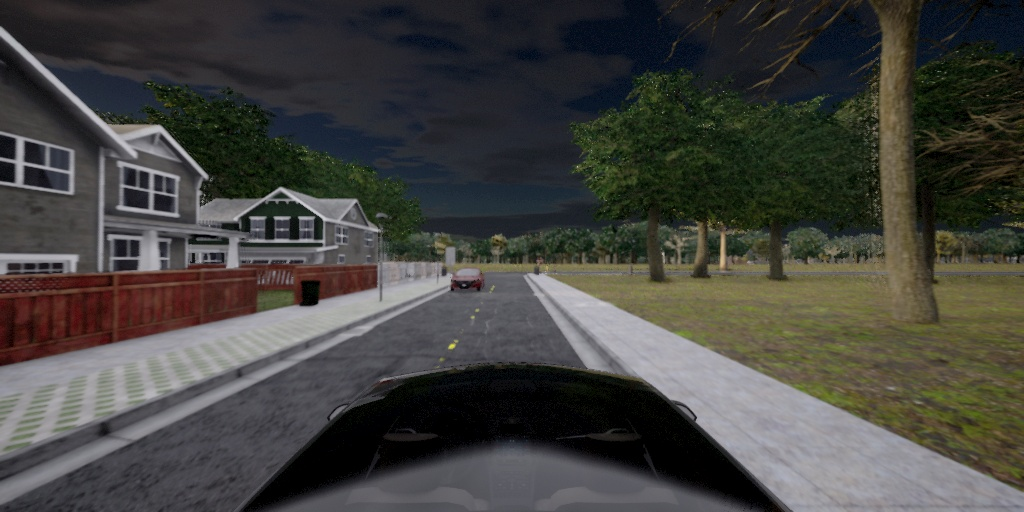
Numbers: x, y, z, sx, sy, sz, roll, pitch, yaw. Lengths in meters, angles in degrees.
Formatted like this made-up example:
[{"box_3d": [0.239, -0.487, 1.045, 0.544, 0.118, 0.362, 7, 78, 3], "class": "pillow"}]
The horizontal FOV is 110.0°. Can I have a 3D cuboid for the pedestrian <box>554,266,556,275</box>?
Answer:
[{"box_3d": [5.528, 1.458, 45.877, 0.375, 1.860, 0.375, 0, -1, 0], "class": "pedestrian"}]

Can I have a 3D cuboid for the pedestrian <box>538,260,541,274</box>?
[{"box_3d": [3.528, 1.424, 46.479, 0.375, 1.860, 0.375, 0, -1, 0], "class": "pedestrian"}]

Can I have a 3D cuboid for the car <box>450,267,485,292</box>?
[{"box_3d": [-2.840, 1.490, 23.830, 1.882, 1.535, 5.008, 0, -1, 0], "class": "car"}]

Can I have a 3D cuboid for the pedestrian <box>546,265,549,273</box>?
[{"box_3d": [4.527, 1.620, 45.275, 0.500, 1.100, 0.500, 0, -1, 0], "class": "pedestrian"}]
